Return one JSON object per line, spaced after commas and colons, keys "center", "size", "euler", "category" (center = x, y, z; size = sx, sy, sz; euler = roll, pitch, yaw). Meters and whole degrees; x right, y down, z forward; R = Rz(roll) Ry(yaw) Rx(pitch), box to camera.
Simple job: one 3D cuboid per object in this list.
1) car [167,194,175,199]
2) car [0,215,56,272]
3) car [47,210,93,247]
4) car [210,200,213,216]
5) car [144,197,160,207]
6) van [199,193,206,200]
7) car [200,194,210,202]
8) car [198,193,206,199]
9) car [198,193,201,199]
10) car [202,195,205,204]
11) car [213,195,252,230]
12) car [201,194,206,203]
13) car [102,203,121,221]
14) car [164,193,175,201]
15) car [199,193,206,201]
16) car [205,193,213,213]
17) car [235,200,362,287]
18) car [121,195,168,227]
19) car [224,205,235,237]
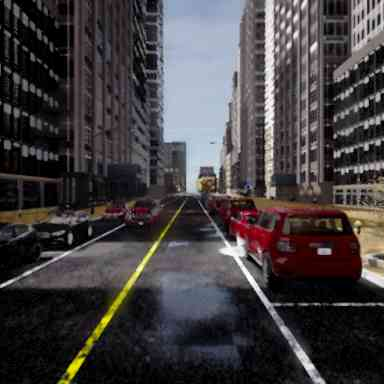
{"center": [-5.691, 1.271, 92.244], "size": [1.887, 1.381, 4.507], "euler": [0, 0, 0], "category": "car"}
{"center": [-5.687, 1.540, 9.154], "size": [1.947, 1.339, 4.313], "euler": [0, 0, 0], "category": "car"}
{"center": [-5.688, 1.509, 14.693], "size": [2.008, 1.369, 4.403], "euler": [0, 0, 0], "category": "car"}
{"center": [2.693, 1.491, 25.773], "size": [1.947, 1.339, 4.313], "euler": [0, 0, 0], "category": "car"}
{"center": [-5.689, 1.442, 47.930], "size": [1.802, 1.307, 4.206], "euler": [0, 0, 0], "category": "car"}
{"center": [2.691, 1.084, 86.704], "size": [1.690, 1.788, 3.998], "euler": [0, 0, 0], "category": "van"}
{"center": [2.691, 1.233, 70.087], "size": [1.967, 1.590, 4.097], "euler": [0, 0, 0], "category": "car"}
{"center": [2.690, 1.166, 92.244], "size": [1.967, 1.590, 4.097], "euler": [0, 0, 0], "category": "car"}
{"center": [2.692, 1.125, 64.547], "size": [2.192, 1.841, 5.009], "euler": [0, 0, 0], "category": "car"}
{"center": [2.692, 1.427, 42.391], "size": [2.008, 1.369, 4.403], "euler": [0, 0, 0], "category": "car"}
{"center": [2.694, 1.257, 20.233], "size": [2.192, 1.841, 5.009], "euler": [0, 0, 0], "category": "car"}
{"center": [2.692, 1.385, 48.100], "size": [1.752, 1.417, 4.829], "euler": [0, 0, 0], "category": "car"}
{"center": [-5.688, 1.508, 25.772], "size": [1.802, 1.307, 4.206], "euler": [0, 0, 0], "category": "car"}
{"center": [-5.689, 1.092, 75.625], "size": [2.192, 1.841, 5.009], "euler": [0, 0, 0], "category": "car"}
{"center": [2.691, 1.393, 59.009], "size": [1.947, 1.339, 4.313], "euler": [0, 0, 0], "category": "car"}
{"center": [2.694, 1.224, 31.312], "size": [2.192, 1.841, 5.009], "euler": [0, 0, 0], "category": "car"}
{"center": [2.694, 1.289, 9.154], "size": [2.192, 1.841, 5.009], "euler": [0, 0, 0], "category": "car"}
{"center": [-3.041, 1.287, 22.172], "size": [2.097, 1.767, 4.553], "euler": [0, 0, 1], "category": "car"}
{"center": [2.693, 1.502, 14.694], "size": [1.887, 1.381, 4.507], "euler": [0, 0, 0], "category": "car"}
